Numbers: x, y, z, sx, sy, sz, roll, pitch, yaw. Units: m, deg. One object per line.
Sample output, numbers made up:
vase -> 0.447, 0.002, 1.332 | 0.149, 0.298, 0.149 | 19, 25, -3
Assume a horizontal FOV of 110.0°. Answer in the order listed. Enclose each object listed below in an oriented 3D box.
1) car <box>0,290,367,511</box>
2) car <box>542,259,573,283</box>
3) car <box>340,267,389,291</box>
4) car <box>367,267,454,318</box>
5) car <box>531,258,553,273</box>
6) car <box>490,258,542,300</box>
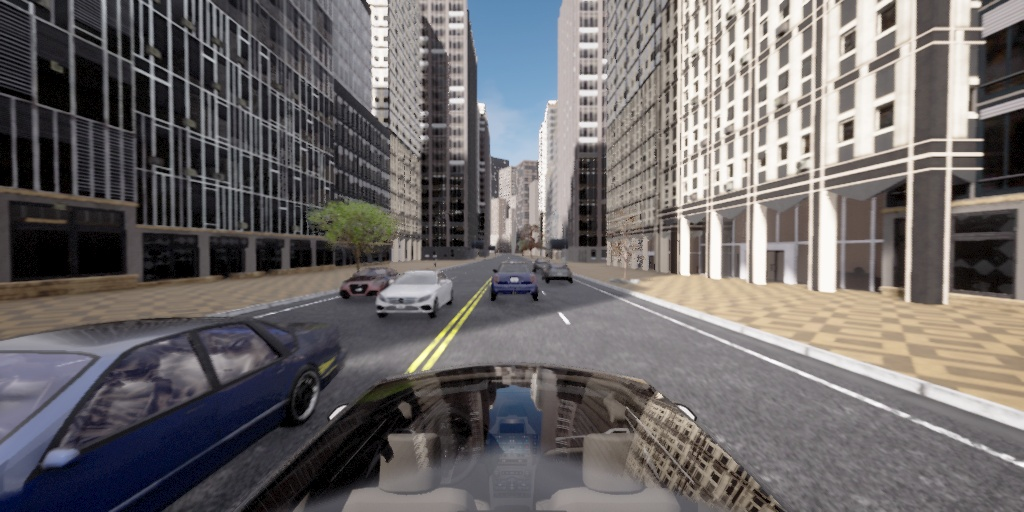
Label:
car -> -3.324, 1.291, 2.921 | 2.033, 1.411, 5.357 | 0, 0, 0
car -> 3.266, 1.181, 26.423 | 1.994, 1.385, 4.181 | 0, 0, 0
car -> -6.497, 1.234, 17.197 | 1.994, 1.385, 4.181 | 0, 0, 0
car -> -3.258, 1.216, 12.896 | 1.812, 1.442, 4.674 | 0, 0, 1
car -> 3.314, 1.028, 40.486 | 2.128, 1.511, 4.902 | 0, 0, 0
car -> 0.107, 1.018, 17.304 | 2.097, 1.767, 4.553 | 0, 0, 0
